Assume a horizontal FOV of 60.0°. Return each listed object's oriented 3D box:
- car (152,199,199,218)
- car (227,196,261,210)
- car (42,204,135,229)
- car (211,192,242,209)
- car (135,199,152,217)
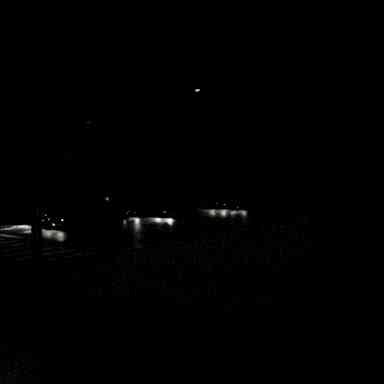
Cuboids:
[{"bbox_3d":[-1.129,1.467,28.992,1.994,1.385,4.181,0,0,35],"label":"car"},{"bbox_3d":[6.478,1.447,39.709,1.895,1.301,4.718,0,0,35],"label":"car"},{"bbox_3d":[-6.476,1.489,21.420,2.033,1.411,5.357,0,0,35],"label":"car"},{"bbox_3d":[4.598,1.069,42.677,2.150,2.045,5.566,0,0,35],"label":"car"},{"bbox_3d":[-4.000,1.415,30.547,1.837,1.490,4.892,0,0,35],"label":"car"}]
